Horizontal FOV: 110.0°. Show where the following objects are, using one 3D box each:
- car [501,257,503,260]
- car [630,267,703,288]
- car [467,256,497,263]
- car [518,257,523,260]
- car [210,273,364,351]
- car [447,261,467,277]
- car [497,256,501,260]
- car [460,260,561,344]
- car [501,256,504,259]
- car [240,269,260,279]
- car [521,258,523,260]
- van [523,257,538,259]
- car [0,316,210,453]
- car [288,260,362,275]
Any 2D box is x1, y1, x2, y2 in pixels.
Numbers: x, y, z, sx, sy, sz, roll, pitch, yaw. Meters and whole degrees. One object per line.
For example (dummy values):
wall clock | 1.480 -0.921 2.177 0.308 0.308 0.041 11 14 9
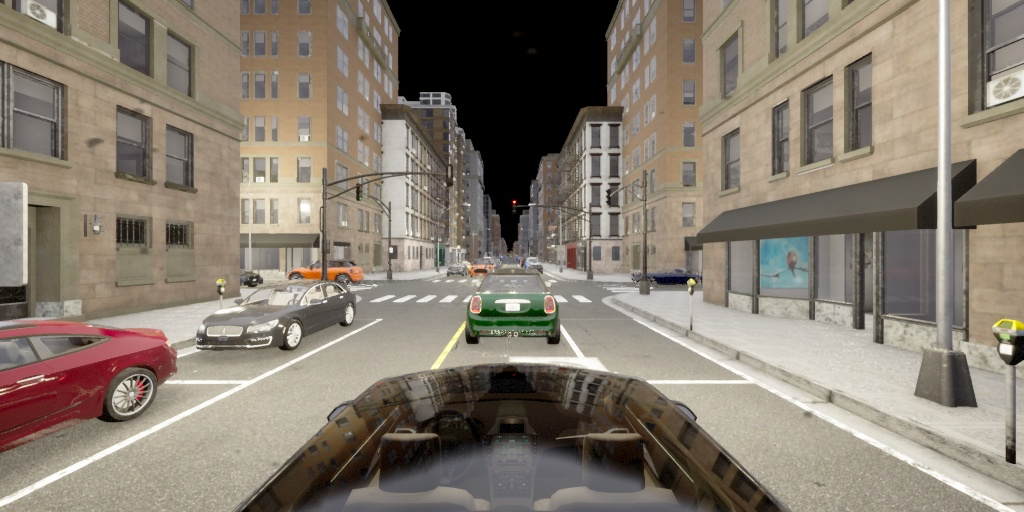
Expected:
car | -2.841 1.250 54.766 1.837 1.490 4.892 0 0 0
car | 10.520 1.414 24.103 4.718 1.301 1.895 0 0 0
car | -2.832 1.099 34.684 2.097 1.767 4.553 0 0 0
car | 2.625 1.059 62.778 2.192 1.841 5.009 0 0 0
car | -5.391 1.300 8.867 2.007 1.370 4.403 0 0 0
car | -5.401 1.297 35.743 2.007 1.370 4.403 0 0 0
car | -2.852 1.098 44.607 2.097 1.767 4.553 0 0 -1
car | 0.038 1.102 9.711 2.097 1.767 4.553 0 0 1
car | -2.824 1.270 65.041 1.812 1.442 4.674 0 0 1
car | -17.150 1.224 21.099 4.181 1.385 1.994 0 0 0
car | 2.626 1.327 51.966 1.802 1.307 4.207 0 0 0
van | 2.626 1.086 46.559 1.690 1.789 3.998 0 0 0
car | -5.389 1.332 3.186 1.802 1.307 4.207 0 0 0
car | -12.492 1.037 24.060 4.553 1.767 2.097 0 0 0
